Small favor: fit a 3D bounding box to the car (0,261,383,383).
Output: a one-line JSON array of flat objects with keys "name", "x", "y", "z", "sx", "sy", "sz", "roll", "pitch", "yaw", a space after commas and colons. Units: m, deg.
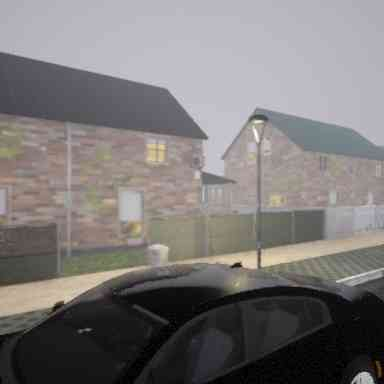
[{"name": "car", "x": -0.212, "y": 1.476, "z": 2.903, "sx": 5.008, "sy": 1.535, "sz": 1.882, "roll": 0, "pitch": 0, "yaw": -35}]
